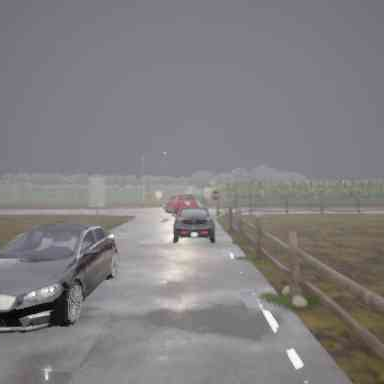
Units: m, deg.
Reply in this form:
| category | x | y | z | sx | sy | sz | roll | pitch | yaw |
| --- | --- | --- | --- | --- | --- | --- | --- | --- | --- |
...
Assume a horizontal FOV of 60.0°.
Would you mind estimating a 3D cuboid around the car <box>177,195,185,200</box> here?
| category | x | y | z | sx | sy | sz | roll | pitch | yaw |
| --- | --- | --- | --- | --- | --- | --- | --- | --- | --- |
| car | -2.812 | 1.448 | 88.439 | 2.033 | 1.411 | 5.357 | 0 | 0 | 0 |

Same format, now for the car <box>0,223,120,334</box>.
| category | x | y | z | sx | sy | sz | roll | pitch | yaw |
| --- | --- | --- | --- | --- | --- | --- | --- | --- | --- |
| car | -2.849 | 1.463 | 7.053 | 2.128 | 1.511 | 4.902 | 0 | 0 | 0 |

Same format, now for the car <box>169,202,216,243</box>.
| category | x | y | z | sx | sy | sz | roll | pitch | yaw |
| --- | --- | --- | --- | --- | --- | --- | --- | --- | --- |
| car | 0.094 | 1.448 | 15.840 | 1.837 | 1.490 | 4.892 | 0 | 0 | 0 |

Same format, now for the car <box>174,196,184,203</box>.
| category | x | y | z | sx | sy | sz | roll | pitch | yaw |
| --- | --- | --- | --- | --- | --- | --- | --- | --- | --- |
| car | -2.800 | 1.691 | 72.781 | 2.128 | 1.511 | 4.902 | 0 | 0 | 0 |

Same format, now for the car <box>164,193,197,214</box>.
| category | x | y | z | sx | sy | sz | roll | pitch | yaw |
| --- | --- | --- | --- | --- | --- | --- | --- | --- | --- |
| car | -1.111 | 1.169 | 32.083 | 2.150 | 2.045 | 5.566 | 1 | 0 | -16 |
